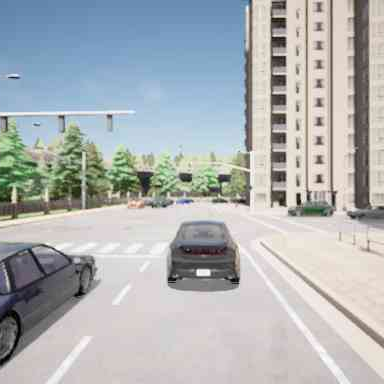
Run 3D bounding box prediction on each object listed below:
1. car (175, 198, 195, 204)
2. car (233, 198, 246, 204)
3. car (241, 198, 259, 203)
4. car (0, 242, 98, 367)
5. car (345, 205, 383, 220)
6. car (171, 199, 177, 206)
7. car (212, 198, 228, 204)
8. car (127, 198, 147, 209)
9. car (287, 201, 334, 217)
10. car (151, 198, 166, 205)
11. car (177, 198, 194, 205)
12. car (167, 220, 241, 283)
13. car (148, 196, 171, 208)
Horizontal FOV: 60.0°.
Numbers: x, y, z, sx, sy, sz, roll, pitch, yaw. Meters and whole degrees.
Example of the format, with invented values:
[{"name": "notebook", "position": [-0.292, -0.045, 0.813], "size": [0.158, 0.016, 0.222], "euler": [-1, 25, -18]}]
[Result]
[{"name": "car", "position": [-1.691, 2.214, 83.834], "size": [2.033, 1.411, 5.357], "euler": [0, -1, 36]}, {"name": "car", "position": [12.388, 2.212, 83.280], "size": [4.902, 1.511, 2.128], "euler": [0, -1, -36]}, {"name": "car", "position": [15.522, 2.263, 89.186], "size": [4.674, 1.442, 1.812], "euler": [0, 0, -22]}, {"name": "car", "position": [-3.298, 1.591, 5.752], "size": [2.033, 1.411, 5.357], "euler": [0, 0, 2]}, {"name": "car", "position": [17.109, 1.932, 31.375], "size": [4.718, 1.301, 1.895], "euler": [0, 0, 1]}, {"name": "car", "position": [-4.917, 2.023, 66.601], "size": [2.128, 1.511, 4.902], "euler": [0, 0, 8]}, {"name": "car", "position": [7.028, 2.181, 83.289], "size": [4.892, 1.490, 1.837], "euler": [1, -1, -45]}, {"name": "car", "position": [-9.057, 1.774, 53.729], "size": [2.097, 1.767, 4.553], "euler": [0, 0, 2]}, {"name": "car", "position": [12.375, 1.706, 35.007], "size": [4.553, 1.767, 2.097], "euler": [0, 0, 3]}, {"name": "car", "position": [-7.302, 2.098, 72.284], "size": [1.812, 1.442, 4.674], "euler": [0, 0, 13]}, {"name": "car", "position": [-1.913, 2.094, 76.645], "size": [1.882, 1.535, 5.008], "euler": [0, 0, 22]}, {"name": "car", "position": [0.335, 1.586, 9.915], "size": [1.837, 1.490, 4.892], "euler": [0, 0, 2]}, {"name": "car", "position": [-5.452, 1.671, 56.605], "size": [2.150, 2.045, 5.566], "euler": [0, 0, 3]}]
